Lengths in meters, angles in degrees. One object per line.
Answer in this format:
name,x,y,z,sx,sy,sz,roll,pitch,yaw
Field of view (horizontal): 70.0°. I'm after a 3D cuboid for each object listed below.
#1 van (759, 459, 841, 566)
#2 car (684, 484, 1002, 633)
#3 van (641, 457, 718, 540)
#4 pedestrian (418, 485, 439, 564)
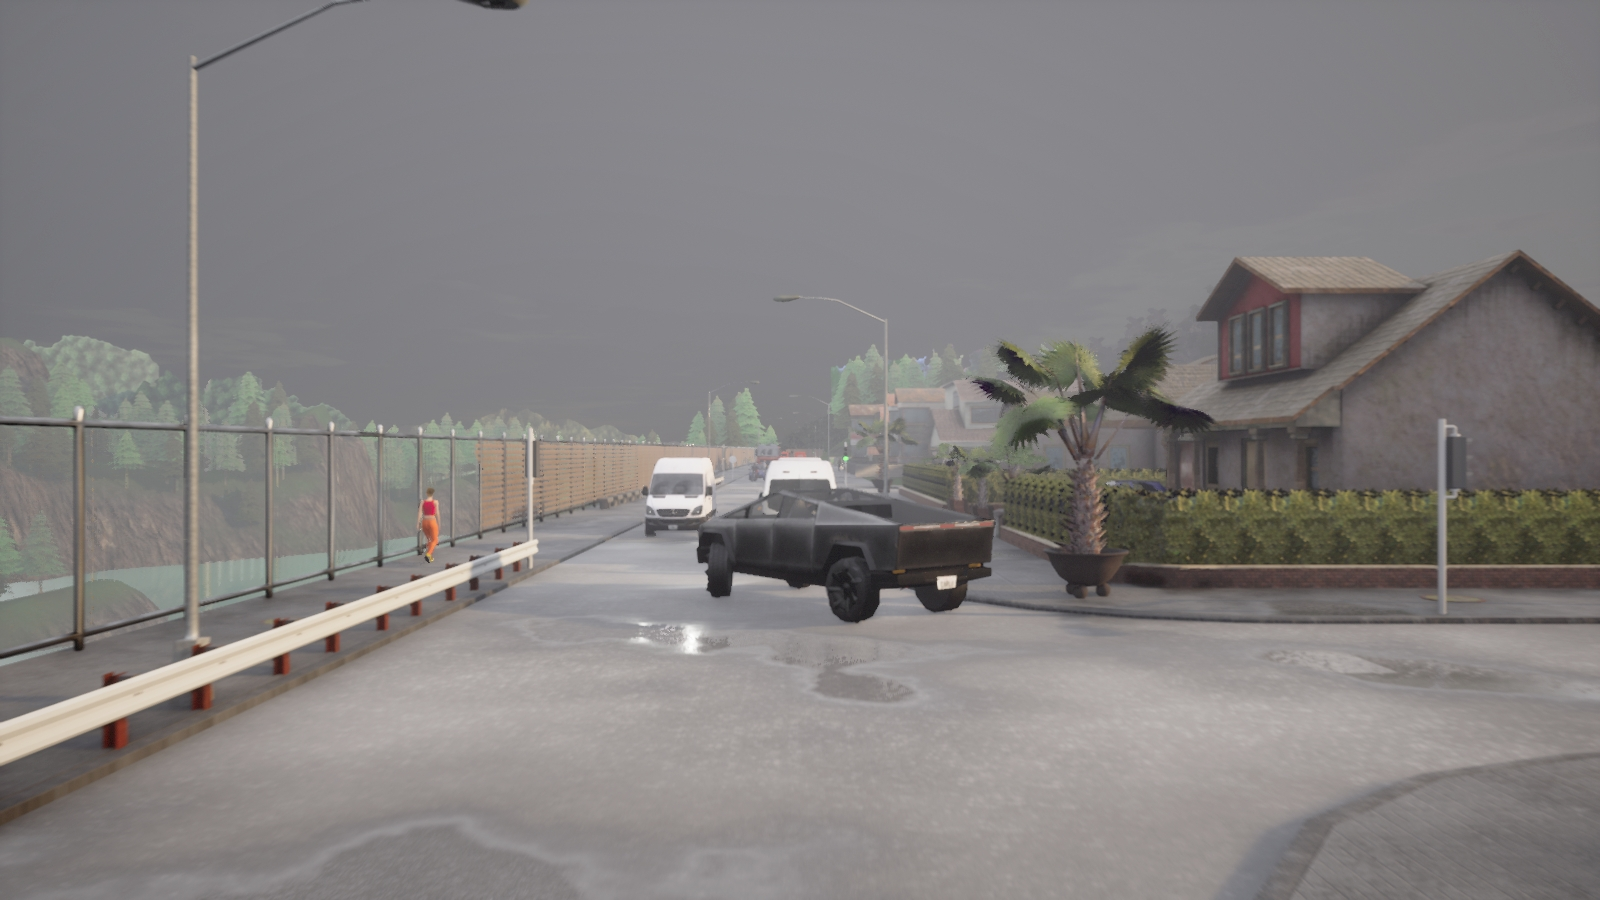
van,0.004,1.547,30.691,1.988,2.561,5.915,0,0,0
car,0.518,1.762,20.735,2.390,2.098,6.274,0,0,-36
van,-3.995,1.550,38.869,1.988,2.561,5.915,0,0,0
pedestrian,-8.777,1.755,27.029,0.375,1.860,0.375,0,0,-1
